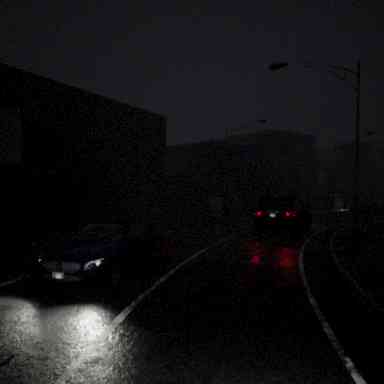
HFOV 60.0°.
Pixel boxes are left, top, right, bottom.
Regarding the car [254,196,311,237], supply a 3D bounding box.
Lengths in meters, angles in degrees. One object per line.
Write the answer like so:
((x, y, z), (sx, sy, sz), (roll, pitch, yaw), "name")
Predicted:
((5.149, 1.236, 18.437), (2.150, 2.045, 5.566), (1, 0, 28), "car")

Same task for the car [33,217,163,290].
((-2.221, 1.476, 9.204), (1.812, 1.442, 4.674), (1, 0, 14), "car")

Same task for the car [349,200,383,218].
((17.106, 1.640, 32.141), (5.008, 1.535, 1.882), (1, 1, -40), "car")
